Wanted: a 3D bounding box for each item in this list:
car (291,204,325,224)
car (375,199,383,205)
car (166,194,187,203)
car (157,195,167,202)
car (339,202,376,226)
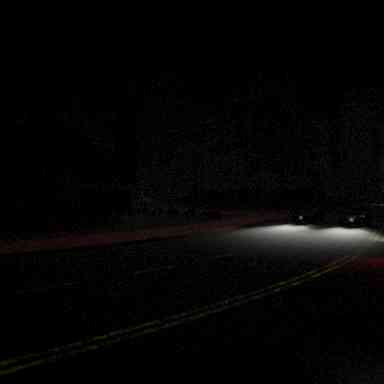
[{"bbox_3d":[9.611,1.729,27.416,2.128,1.511,4.902,0,-1,32],"label":"car"},{"bbox_3d":[45.857,2.341,81.334,1.812,1.442,4.674,0,0,34],"label":"car"},{"bbox_3d":[-3.662,1.863,80.038,1.970,1.475,3.806,0,0,34],"label":"car"},{"bbox_3d":[-6.061,1.617,81.658,1.905,1.878,3.866,0,0,34],"label":"car"},{"bbox_3d":[12.570,1.739,25.548,2.128,1.511,4.902,0,-1,32],"label":"car"}]
